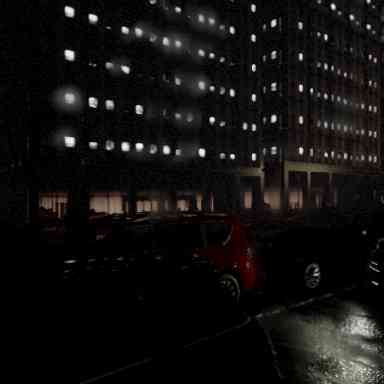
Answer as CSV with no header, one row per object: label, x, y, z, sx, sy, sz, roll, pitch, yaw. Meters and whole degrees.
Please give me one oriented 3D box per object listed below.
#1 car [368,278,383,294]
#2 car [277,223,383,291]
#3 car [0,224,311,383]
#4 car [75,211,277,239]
car,5.964,1.458,7.627,5.008,1.535,1.882,0,0,-35
car,3.393,1.549,8.983,4.313,1.339,1.947,0,0,-36
car,-1.483,1.352,2.320,4.553,1.767,2.097,0,0,-35
car,-1.104,1.310,5.776,5.009,1.841,2.192,0,0,-36
